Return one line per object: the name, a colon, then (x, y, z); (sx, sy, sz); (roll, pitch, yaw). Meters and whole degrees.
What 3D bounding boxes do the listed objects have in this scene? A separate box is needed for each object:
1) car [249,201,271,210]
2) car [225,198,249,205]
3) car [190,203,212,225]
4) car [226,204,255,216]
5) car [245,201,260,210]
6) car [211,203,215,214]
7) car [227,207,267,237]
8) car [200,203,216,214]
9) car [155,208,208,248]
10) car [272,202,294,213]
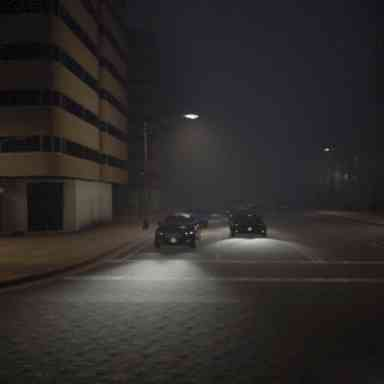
car: (9.466, 2.107, 47.026); (2.128, 1.511, 4.902); (-1, -1, 6)
car: (5.126, 1.789, 39.551); (2.150, 2.045, 5.566); (-1, -1, 5)
car: (0.346, 1.909, 25.860); (1.882, 1.535, 5.008); (-1, -1, 5)
car: (4.142, 2.020, 28.902); (1.895, 1.301, 4.718); (-1, -1, 5)
car: (10.281, 2.295, 56.477); (2.033, 1.411, 5.357); (-1, -1, 5)
car: (1.255, 2.116, 35.731); (2.033, 1.411, 5.357); (-1, -1, 5)
car: (3.340, 1.862, 20.180); (1.994, 1.385, 4.181); (-1, -1, 5)
car: (2.198, 2.269, 45.602); (1.994, 1.385, 4.181); (-1, -1, 5)
car: (-0.535, 1.791, 16.410); (2.128, 1.511, 4.902); (-1, -1, 6)
car: (12.917, 2.100, 46.365); (2.033, 1.411, 5.357); (-1, -1, 6)
